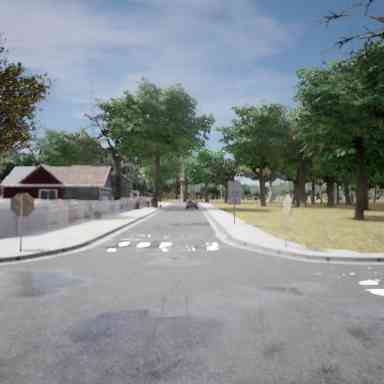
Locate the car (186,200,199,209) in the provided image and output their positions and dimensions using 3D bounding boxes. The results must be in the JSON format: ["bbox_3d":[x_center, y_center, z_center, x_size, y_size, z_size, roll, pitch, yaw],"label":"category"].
[{"bbox_3d":[0.000,1.985,52.660,1.812,1.442,4.674,0,-1,0],"label":"car"}]
